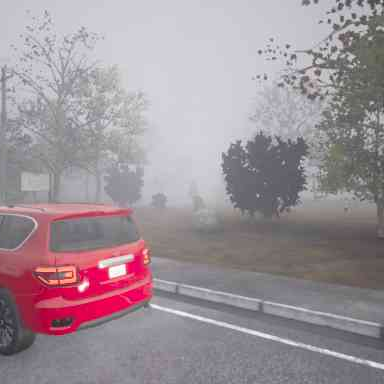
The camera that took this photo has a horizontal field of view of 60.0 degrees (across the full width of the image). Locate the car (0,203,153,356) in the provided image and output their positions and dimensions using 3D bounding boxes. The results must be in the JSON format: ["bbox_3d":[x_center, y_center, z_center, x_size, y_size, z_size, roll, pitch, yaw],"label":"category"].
[{"bbox_3d":[-3.250,1.221,6.298,5.566,2.045,2.150,0,0,35],"label":"car"}]
